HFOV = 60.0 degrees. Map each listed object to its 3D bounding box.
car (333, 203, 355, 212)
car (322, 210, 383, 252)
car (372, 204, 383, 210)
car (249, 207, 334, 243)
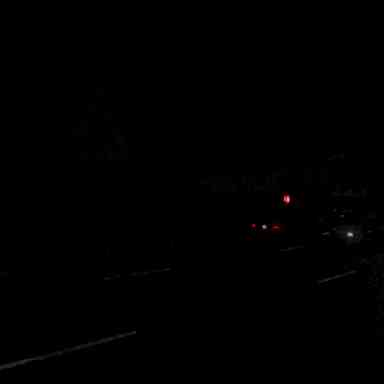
[{"bbox_3d":[13.159,1.755,29.250,2.128,1.511,4.902,0,0,23],"label":"car"},{"bbox_3d":[7.776,1.705,14.882,1.994,1.385,4.181,0,0,44],"label":"car"},{"bbox_3d":[16.432,1.758,28.024,1.882,1.535,5.008,0,0,23],"label":"car"},{"bbox_3d":[5.085,1.681,17.118,2.033,1.411,5.357,0,0,44],"label":"car"}]
